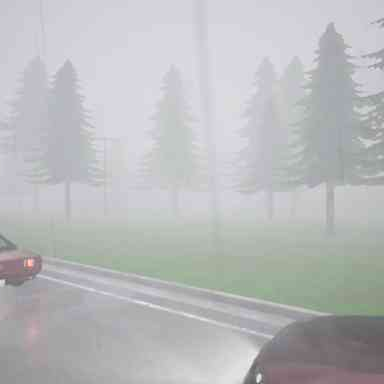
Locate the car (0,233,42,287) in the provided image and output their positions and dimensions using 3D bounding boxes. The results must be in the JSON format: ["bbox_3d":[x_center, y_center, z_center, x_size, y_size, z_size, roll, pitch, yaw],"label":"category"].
[{"bbox_3d":[-5.785,1.601,8.108,4.718,1.301,1.895,0,0,35],"label":"car"}]

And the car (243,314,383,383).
[{"bbox_3d":[2.424,1.564,2.263,4.181,1.385,1.994,0,0,36],"label":"car"}]
